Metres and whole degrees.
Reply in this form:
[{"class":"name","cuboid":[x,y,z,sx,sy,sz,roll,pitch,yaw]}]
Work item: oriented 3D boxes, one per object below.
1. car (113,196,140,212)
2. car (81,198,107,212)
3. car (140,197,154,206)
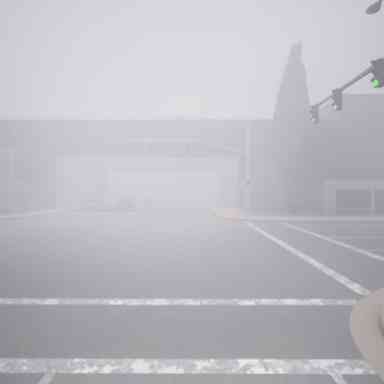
[{"class":"car","cuboid":[-7.623,1.471,38.140,1.812,1.442,4.674,0,0,1]},{"class":"car","cuboid":[-11.123,1.471,38.173,1.812,1.442,4.674,0,0,1]},{"class":"car","cuboid":[-7.449,1.469,54.695,2.033,1.411,5.357,0,0,1]}]
